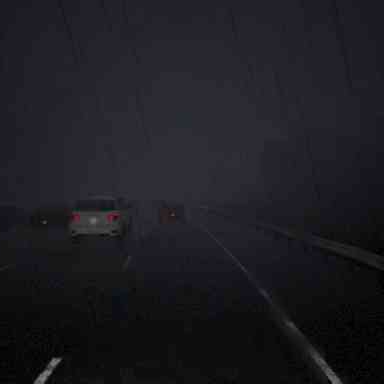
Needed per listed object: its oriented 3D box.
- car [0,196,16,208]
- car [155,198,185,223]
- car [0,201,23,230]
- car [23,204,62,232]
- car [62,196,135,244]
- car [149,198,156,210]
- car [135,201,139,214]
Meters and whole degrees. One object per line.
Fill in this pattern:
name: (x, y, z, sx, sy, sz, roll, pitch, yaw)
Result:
car: (-27.738, 1.442, 49.085, 2.128, 1.511, 4.902, 0, 0, -14)
car: (-1.640, 1.436, 25.502, 1.882, 1.535, 5.008, 0, 0, -7)
car: (-11.621, 1.505, 20.474, 1.812, 1.442, 4.674, 0, 0, -6)
car: (-8.057, 1.453, 20.080, 1.882, 1.535, 5.008, 0, 0, -6)
car: (-4.163, 1.199, 15.929, 2.150, 2.045, 5.566, 0, 0, -5)
car: (-4.146, 1.413, 40.905, 1.882, 1.535, 5.008, 0, 0, -11)
car: (-6.484, 1.475, 34.381, 1.812, 1.442, 4.674, 0, 0, -9)
